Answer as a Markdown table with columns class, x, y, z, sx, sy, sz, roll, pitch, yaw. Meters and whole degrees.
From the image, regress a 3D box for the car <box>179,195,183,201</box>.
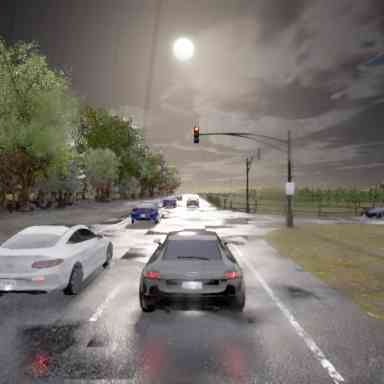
| class | x | y | z | sx | sy | sz | roll | pitch | yaw |
| --- | --- | --- | --- | --- | --- | --- | --- | --- | --- |
| car | -3.359 | 1.511 | 87.397 | 2.128 | 1.511 | 4.902 | 0 | 0 | 0 |

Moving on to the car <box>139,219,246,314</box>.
| class | x | y | z | sx | sy | sz | roll | pitch | yaw |
| --- | --- | --- | --- | --- | --- | --- | --- | --- | --- |
| car | 0.013 | 1.565 | 7.694 | 1.994 | 1.385 | 4.181 | 0 | 0 | 0 |

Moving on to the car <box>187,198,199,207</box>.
| class | x | y | z | sx | sy | sz | roll | pitch | yaw |
| --- | --- | --- | --- | --- | --- | --- | --- | --- | --- |
| car | 0.144 | 1.598 | 51.879 | 1.895 | 1.301 | 4.718 | 0 | 0 | 1 |

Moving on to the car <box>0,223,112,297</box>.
| class | x | y | z | sx | sy | sz | roll | pitch | yaw |
| --- | --- | --- | --- | --- | --- | --- | --- | --- | --- |
| car | -3.389 | 1.527 | 8.486 | 1.812 | 1.442 | 4.674 | 0 | 0 | 0 |

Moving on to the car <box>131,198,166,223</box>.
| class | x | y | z | sx | sy | sz | roll | pitch | yaw |
| --- | --- | --- | --- | --- | --- | --- | --- | --- | --- |
| car | -3.360 | 1.480 | 25.347 | 1.882 | 1.535 | 5.008 | 0 | 0 | 0 |

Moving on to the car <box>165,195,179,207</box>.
| class | x | y | z | sx | sy | sz | roll | pitch | yaw |
| --- | --- | --- | --- | --- | --- | --- | --- | --- | --- |
| car | -3.321 | 1.476 | 49.926 | 1.882 | 1.535 | 5.008 | 0 | 0 | 0 |

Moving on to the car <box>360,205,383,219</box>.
| class | x | y | z | sx | sy | sz | roll | pitch | yaw |
| --- | --- | --- | --- | --- | --- | --- | --- | --- | --- |
| car | 18.726 | 1.804 | 31.021 | 5.357 | 1.411 | 2.033 | 1 | -1 | 0 |
